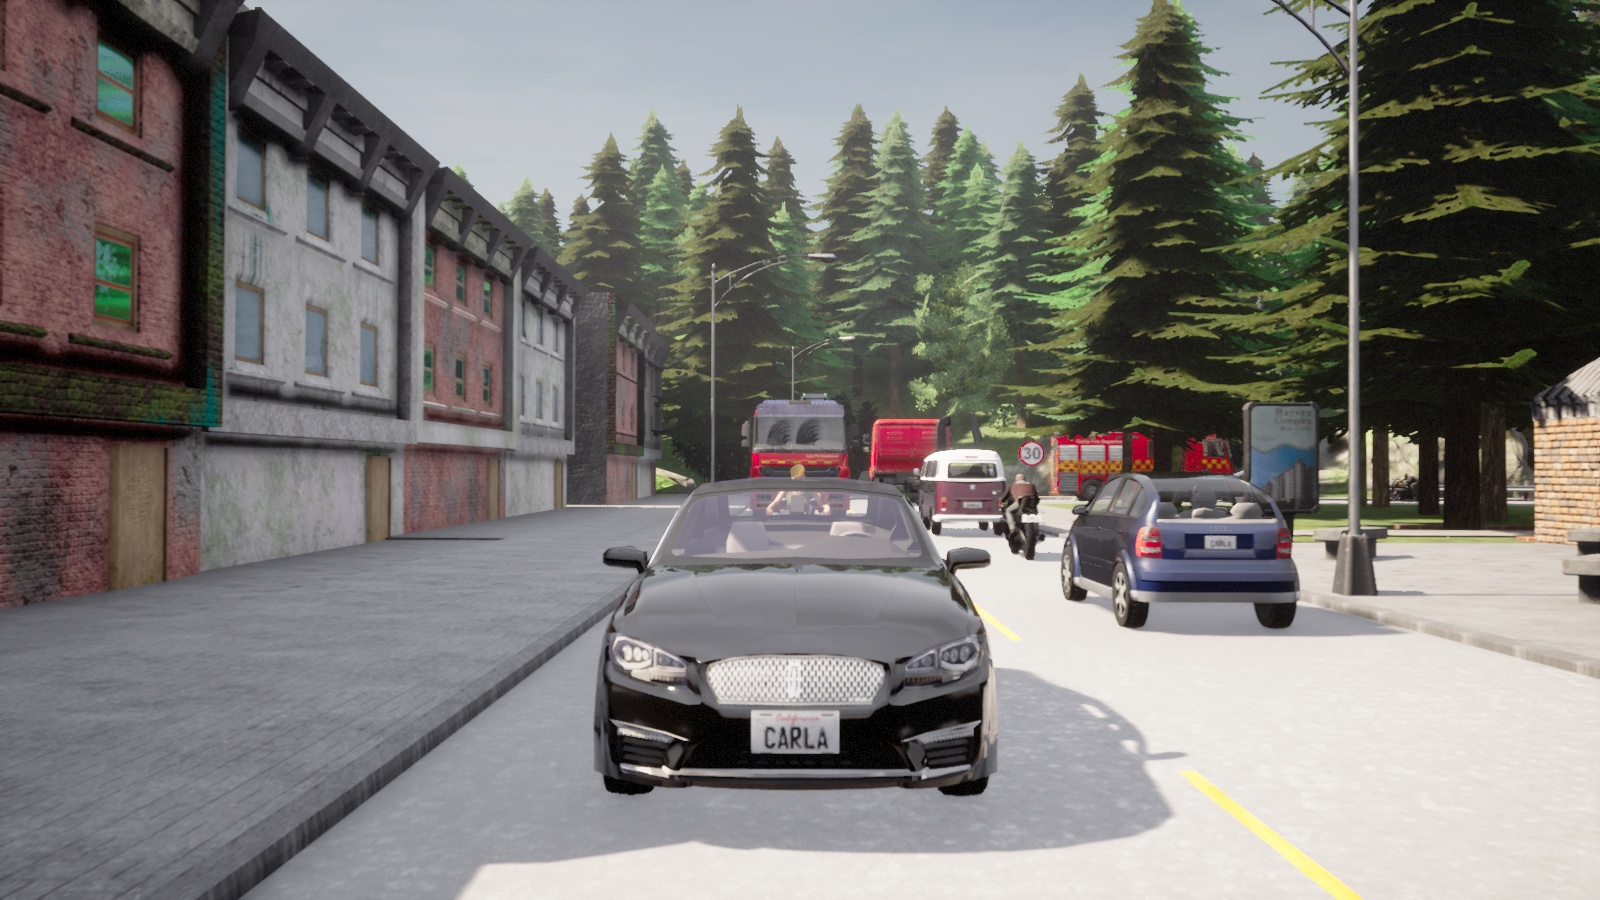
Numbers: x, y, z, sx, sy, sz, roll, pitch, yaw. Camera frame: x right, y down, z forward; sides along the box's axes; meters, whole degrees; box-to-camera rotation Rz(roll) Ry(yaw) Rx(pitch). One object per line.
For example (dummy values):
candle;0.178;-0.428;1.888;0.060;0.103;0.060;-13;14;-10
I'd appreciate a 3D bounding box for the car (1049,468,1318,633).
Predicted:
car;3.989;0.981;13.723;1.789;1.549;3.705;0;-1;0

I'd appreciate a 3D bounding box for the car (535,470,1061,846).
car;-0.011;0.883;7.547;2.128;1.511;4.902;0;-1;0

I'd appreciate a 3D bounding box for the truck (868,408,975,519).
truck;4.001;0.468;43.125;2.891;3.462;7.936;0;-1;0

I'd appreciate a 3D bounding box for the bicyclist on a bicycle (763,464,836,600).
bicyclist on a bicycle;-0.013;0.987;15.730;0.866;1.612;1.509;0;-1;0

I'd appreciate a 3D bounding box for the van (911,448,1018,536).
van;3.997;0.995;31.240;2.069;2.038;4.480;0;-1;0

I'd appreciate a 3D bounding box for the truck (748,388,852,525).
truck;-0.009;0.245;39.390;2.891;3.827;8.468;0;-1;0

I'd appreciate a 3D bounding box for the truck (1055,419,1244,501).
truck;16.877;0.507;61.128;8.468;3.827;2.891;0;-1;5

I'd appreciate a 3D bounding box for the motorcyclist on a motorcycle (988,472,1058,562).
motorcyclist on a motorcycle;3.994;1.175;22.676;0.866;1.530;2.191;0;-1;0

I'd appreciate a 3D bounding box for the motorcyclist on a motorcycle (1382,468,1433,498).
motorcyclist on a motorcycle;31.194;1.701;64.535;2.191;1.530;0.866;0;-1;0
